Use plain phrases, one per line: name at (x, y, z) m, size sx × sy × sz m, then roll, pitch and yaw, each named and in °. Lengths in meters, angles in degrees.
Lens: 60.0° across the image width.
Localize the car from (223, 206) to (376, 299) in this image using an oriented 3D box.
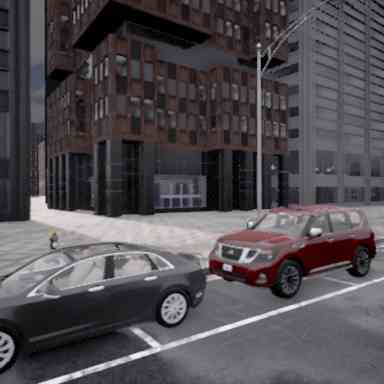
car at (2.819, 1.317, 8.663) m, size 5.009 × 1.841 × 2.192 m, roll 0°, pitch 0°, yaw -35°

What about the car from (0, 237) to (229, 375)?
car at (-1.773, 1.551, 5.387) m, size 4.403 × 1.369 × 2.008 m, roll 0°, pitch 0°, yaw -35°
